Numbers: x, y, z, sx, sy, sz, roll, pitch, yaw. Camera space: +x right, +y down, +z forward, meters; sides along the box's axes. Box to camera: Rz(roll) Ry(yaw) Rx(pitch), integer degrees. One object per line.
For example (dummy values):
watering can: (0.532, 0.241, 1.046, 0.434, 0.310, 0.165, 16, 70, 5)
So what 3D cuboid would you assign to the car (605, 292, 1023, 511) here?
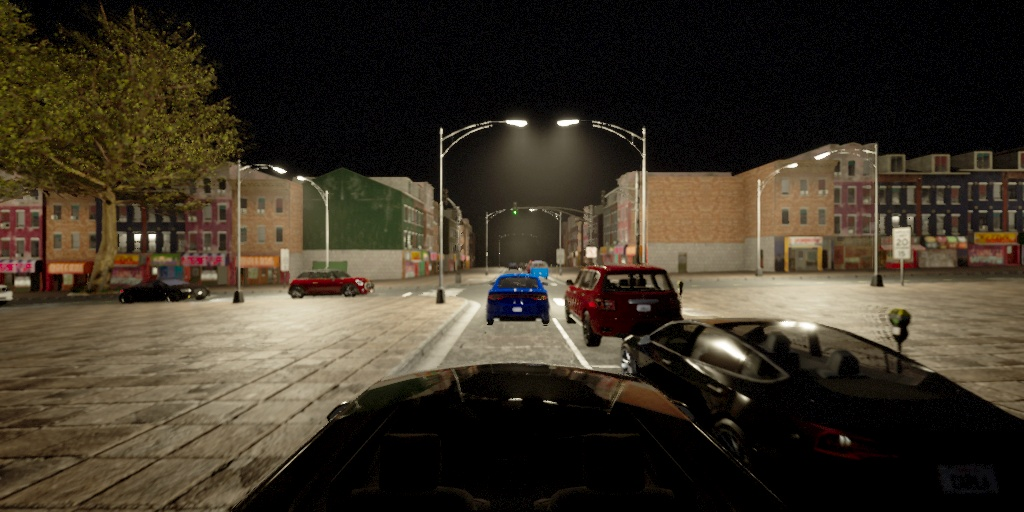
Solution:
car: (2.641, 1.341, 4.134, 1.948, 1.339, 4.313, 0, 0, 0)

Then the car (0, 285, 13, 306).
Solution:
car: (-33.616, 2.140, 21.352, 5.566, 2.045, 2.150, -2, 0, 0)

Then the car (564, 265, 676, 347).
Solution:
car: (2.654, 1.147, 9.536, 2.192, 1.841, 5.009, 0, 0, 0)

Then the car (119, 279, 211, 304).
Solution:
car: (-20.541, 2.075, 21.316, 4.181, 1.385, 1.994, -2, 0, 0)

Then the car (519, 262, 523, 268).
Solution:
car: (2.785, 2.000, 62.924, 2.007, 1.370, 4.403, 0, 0, 0)

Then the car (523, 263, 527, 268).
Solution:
car: (2.732, 1.500, 41.300, 2.192, 1.841, 5.009, 0, 0, 0)

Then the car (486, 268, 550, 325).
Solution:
car: (0.228, 1.339, 12.293, 1.882, 1.535, 5.008, 0, -1, 2)

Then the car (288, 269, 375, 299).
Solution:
car: (-10.600, 1.574, 21.303, 4.553, 1.767, 2.097, -2, 0, 0)

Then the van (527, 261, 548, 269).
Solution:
van: (2.719, 1.463, 35.895, 1.690, 1.789, 3.998, 0, 0, 0)
